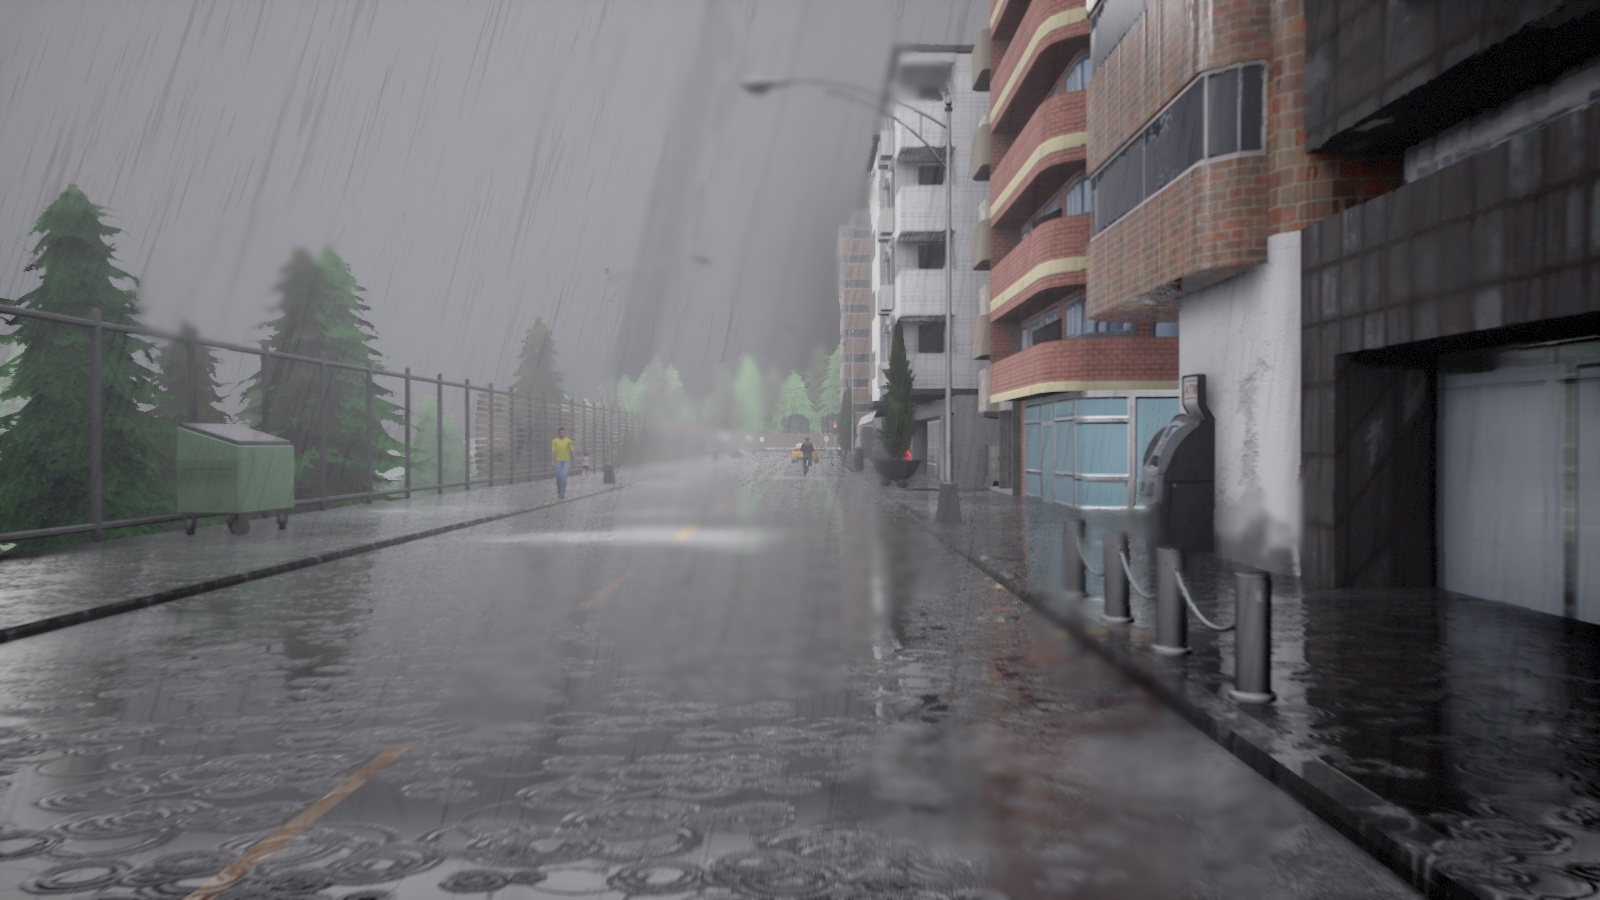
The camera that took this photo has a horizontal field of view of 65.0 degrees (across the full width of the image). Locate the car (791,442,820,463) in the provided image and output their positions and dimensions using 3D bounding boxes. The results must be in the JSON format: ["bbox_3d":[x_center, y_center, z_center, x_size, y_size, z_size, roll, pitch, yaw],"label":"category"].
[{"bbox_3d":[0.435,0.194,94.145,1.882,1.535,5.008,0,0,3],"label":"car"}]

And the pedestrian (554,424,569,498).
[{"bbox_3d":[-5.954,0.275,31.372,0.354,1.836,0.706,0,0,-9],"label":"pedestrian"}]
